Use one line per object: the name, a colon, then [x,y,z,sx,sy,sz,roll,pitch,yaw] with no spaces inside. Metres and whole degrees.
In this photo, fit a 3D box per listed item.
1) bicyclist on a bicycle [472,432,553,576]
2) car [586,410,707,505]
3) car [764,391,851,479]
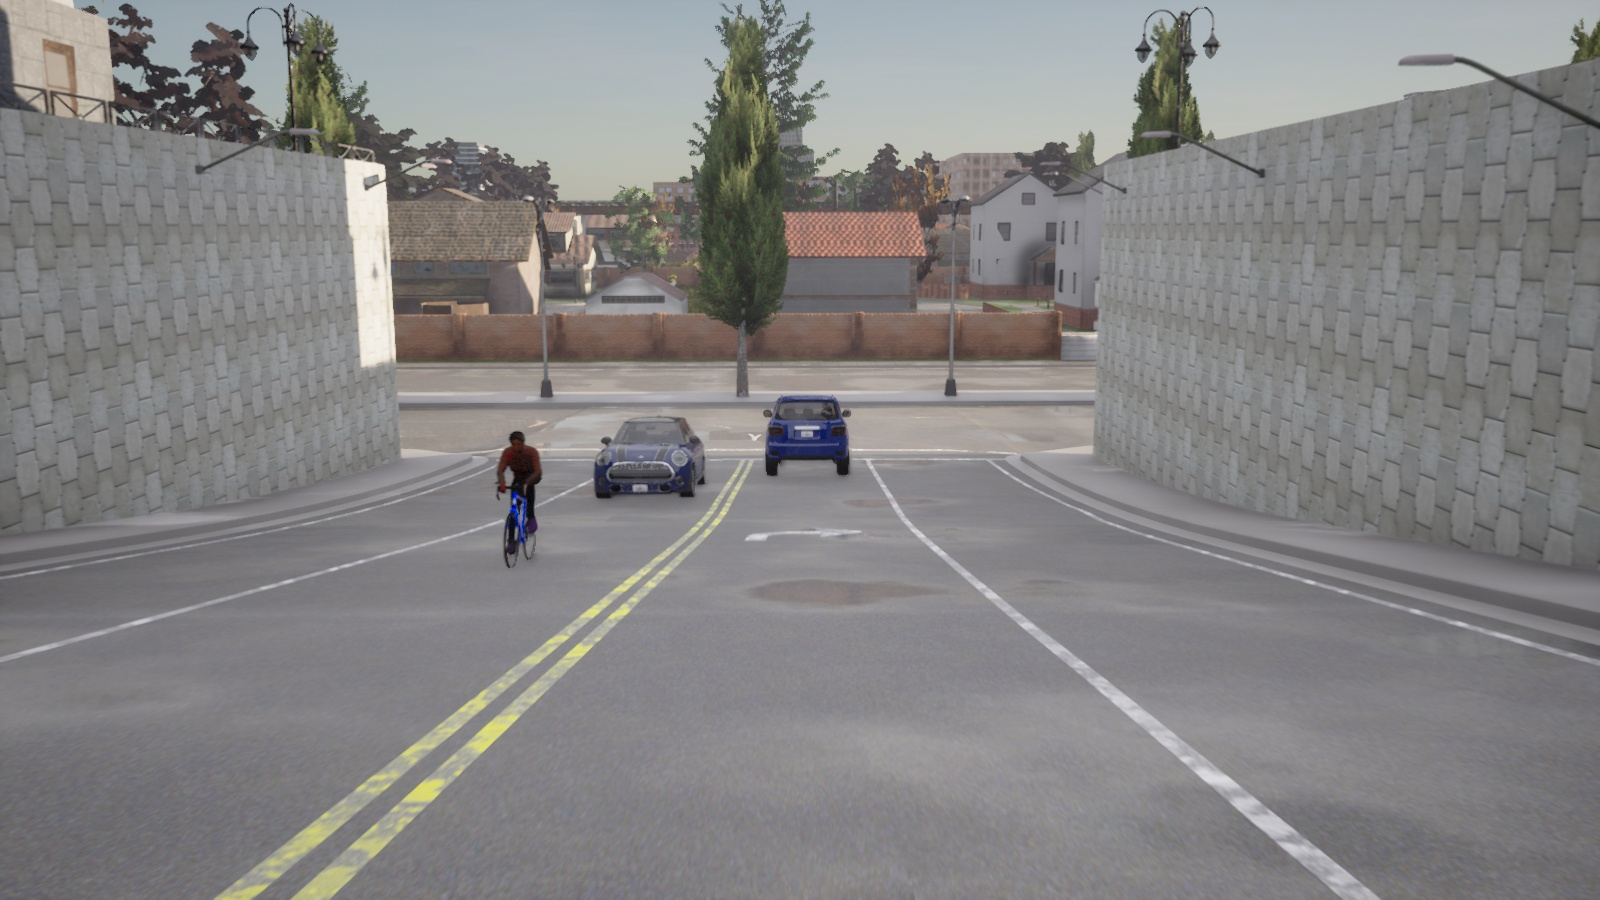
bicyclist on a bicycle: [-3.401,0.599,14.977,0.582,1.620,1.656,0,1,0]
car: [-3.320,0.076,28.079,2.097,1.767,4.553,0,4,0]
car: [0.203,-0.497,33.870,2.150,2.045,5.566,0,4,0]
